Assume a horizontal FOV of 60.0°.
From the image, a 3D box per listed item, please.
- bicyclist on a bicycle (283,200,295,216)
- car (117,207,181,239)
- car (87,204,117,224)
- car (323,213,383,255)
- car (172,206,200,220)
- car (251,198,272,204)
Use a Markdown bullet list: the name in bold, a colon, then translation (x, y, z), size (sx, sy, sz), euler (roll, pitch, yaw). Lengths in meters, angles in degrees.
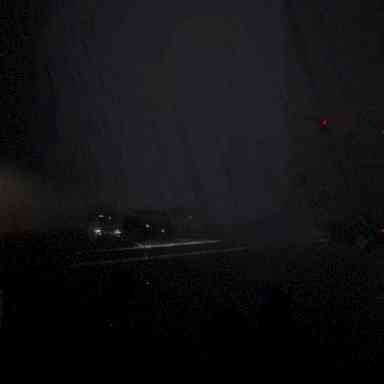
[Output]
- **bicyclist on a bicycle**: translation (9.869, 1.624, 33.779), size (1.656, 1.620, 0.582), euler (0, -1, -29)
- **car**: translation (-2.613, 1.746, 19.194), size (1.812, 1.442, 4.674), euler (0, -1, -29)
- **car**: translation (-7.639, 1.845, 28.388), size (1.837, 1.490, 4.892), euler (0, -1, -28)
- **car**: translation (7.223, 1.614, 13.998), size (2.128, 1.511, 4.902), euler (0, -1, -3)
- **car**: translation (-1.223, 1.947, 31.594), size (1.895, 1.301, 4.718), euler (0, -1, -29)
- **car**: translation (12.779, 1.890, 60.293), size (4.553, 1.767, 2.097), euler (0, -1, -29)
